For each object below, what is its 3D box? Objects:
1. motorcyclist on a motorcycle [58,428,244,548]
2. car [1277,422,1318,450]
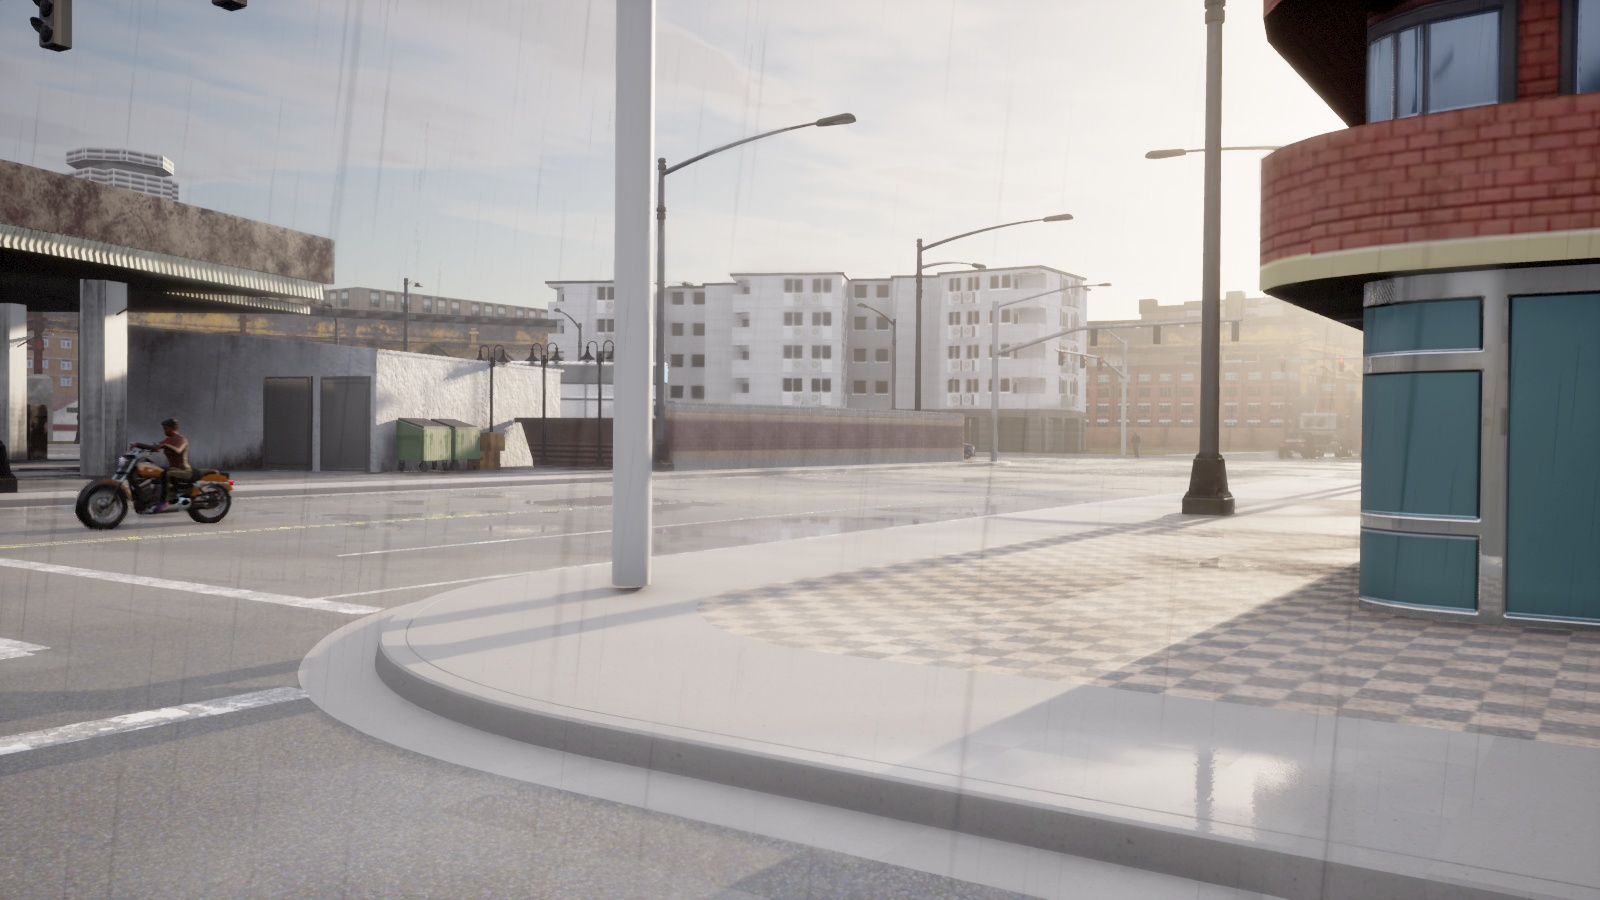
[{"bbox_3d":[-9.546,0.515,18.578,0.766,1.649,2.350,0,1,33],"label":"motorcyclist on a motorcycle"},{"bbox_3d":[34.707,-0.982,87.620,1.905,1.878,3.866,0,1,33],"label":"car"}]
